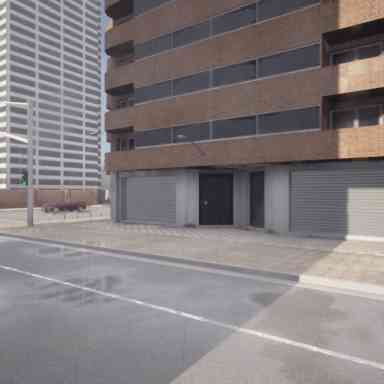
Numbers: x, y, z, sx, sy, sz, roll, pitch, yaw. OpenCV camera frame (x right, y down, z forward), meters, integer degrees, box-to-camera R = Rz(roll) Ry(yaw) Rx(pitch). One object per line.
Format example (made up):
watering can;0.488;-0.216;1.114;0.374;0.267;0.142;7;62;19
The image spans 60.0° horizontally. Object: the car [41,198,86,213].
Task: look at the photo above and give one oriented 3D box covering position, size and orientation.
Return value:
car;-14.137;1.478;36.903;1.882;1.535;5.008;0;0;35
